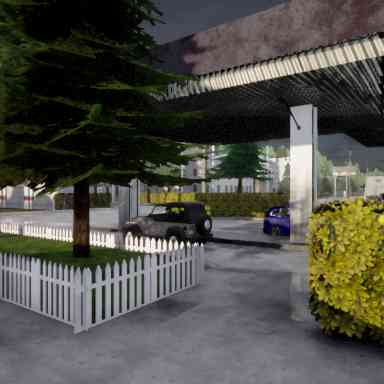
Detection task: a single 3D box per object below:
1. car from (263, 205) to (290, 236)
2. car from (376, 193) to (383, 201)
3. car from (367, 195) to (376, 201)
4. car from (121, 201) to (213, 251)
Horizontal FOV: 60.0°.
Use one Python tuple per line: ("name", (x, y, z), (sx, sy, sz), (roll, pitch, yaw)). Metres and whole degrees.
("car", (5.787, 1.480, 16.009), (4.611, 1.667, 2.242), (0, 0, 35))
("car", (25.742, 1.077, 43.543), (1.905, 1.878, 3.866), (0, 0, 35))
("car", (33.007, 1.298, 60.284), (2.007, 1.523, 4.514), (0, 0, 35))
("car", (-1.014, 1.313, 13.860), (3.866, 1.878, 1.905), (0, 0, 35))
